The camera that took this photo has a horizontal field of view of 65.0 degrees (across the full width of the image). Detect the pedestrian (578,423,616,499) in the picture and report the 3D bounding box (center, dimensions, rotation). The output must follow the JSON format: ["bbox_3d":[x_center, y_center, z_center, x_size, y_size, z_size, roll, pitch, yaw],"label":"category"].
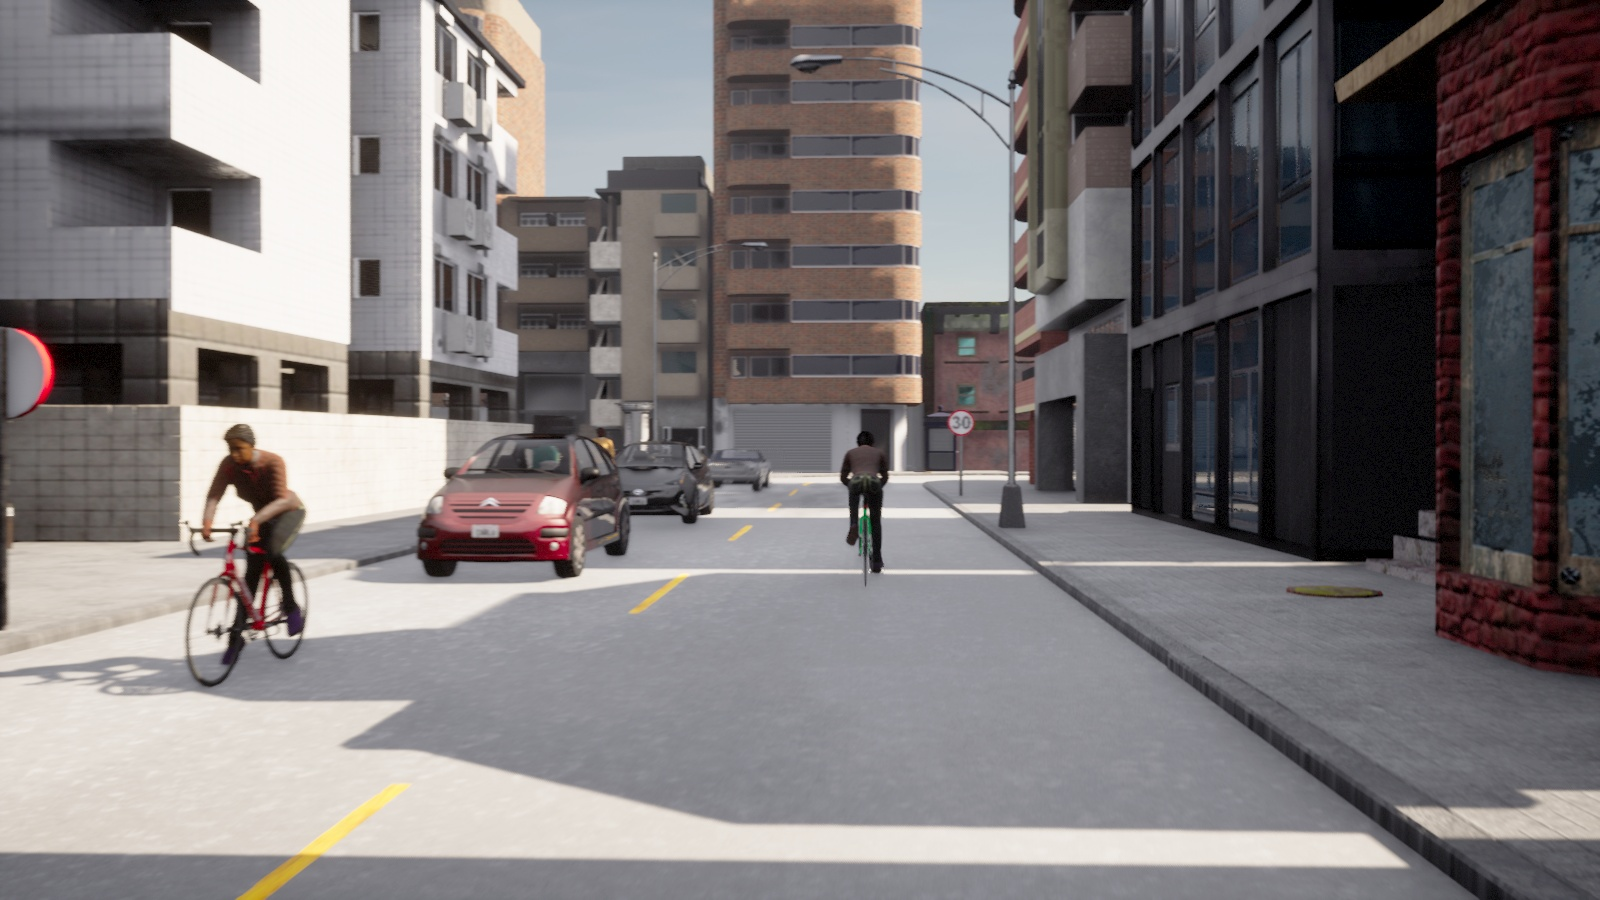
[{"bbox_3d":[-5.046,0.269,31.315,0.874,1.855,0.900,0,0,-6],"label":"pedestrian"}]

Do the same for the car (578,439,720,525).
[{"bbox_3d":[-2.814,0.549,24.409,2.007,1.525,4.514,0,0,3],"label":"car"}]

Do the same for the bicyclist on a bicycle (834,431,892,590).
[{"bbox_3d":[0.680,0.621,13.640,0.582,1.620,1.656,0,0,3],"label":"bicyclist on a bicycle"}]

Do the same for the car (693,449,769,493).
[{"bbox_3d":[-2.117,0.615,39.698,1.895,1.301,4.718,0,0,3],"label":"car"}]

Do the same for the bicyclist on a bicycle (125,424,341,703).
[{"bbox_3d":[-3.597,0.648,8.120,0.582,1.620,1.656,0,1,3],"label":"bicyclist on a bicycle"}]

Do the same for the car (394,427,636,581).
[{"bbox_3d":[-3.253,0.553,15.157,1.851,1.617,3.988,0,0,3],"label":"car"}]
